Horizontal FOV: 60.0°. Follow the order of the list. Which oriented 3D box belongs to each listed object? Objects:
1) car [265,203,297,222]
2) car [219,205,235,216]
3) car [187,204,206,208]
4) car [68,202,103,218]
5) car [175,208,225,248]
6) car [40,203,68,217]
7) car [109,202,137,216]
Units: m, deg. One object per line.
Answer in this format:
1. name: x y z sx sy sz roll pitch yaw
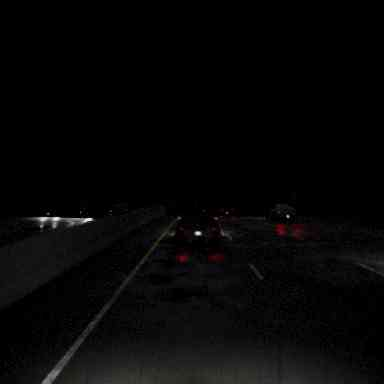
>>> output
1. car: 7.411 1.688 27.920 1.812 1.442 4.674 0 -1 1
2. car: 4.051 2.239 40.225 1.895 1.301 4.718 0 -4 1
3. car: 0.477 1.890 33.766 1.895 1.301 4.718 0 -2 1
4. car: -10.164 1.724 32.821 1.837 1.490 4.892 0 -2 1
5. car: 0.265 1.633 15.291 1.994 1.385 4.181 0 0 1
6. car: -13.635 1.808 34.284 2.033 1.411 5.357 0 -2 1
7. car: -6.669 1.701 32.578 1.882 1.535 5.008 0 -2 1
